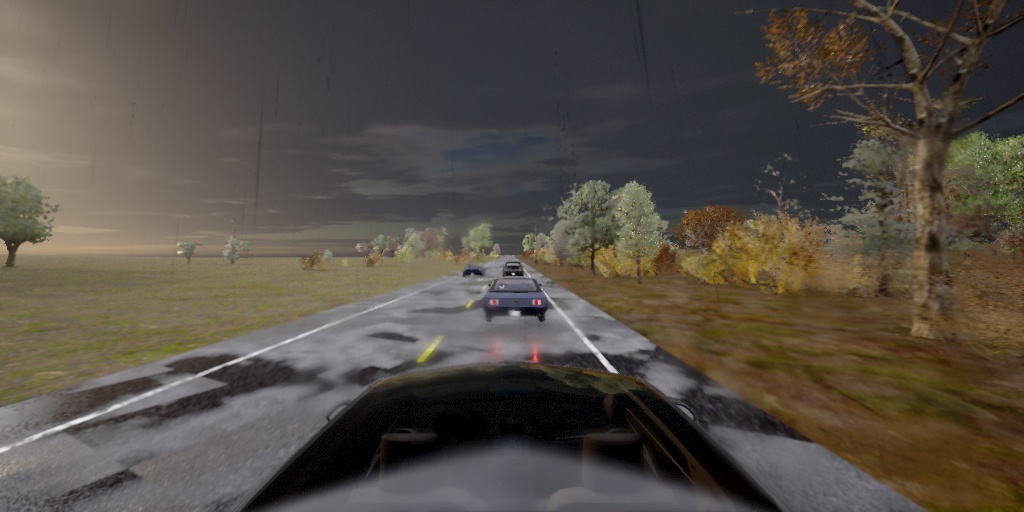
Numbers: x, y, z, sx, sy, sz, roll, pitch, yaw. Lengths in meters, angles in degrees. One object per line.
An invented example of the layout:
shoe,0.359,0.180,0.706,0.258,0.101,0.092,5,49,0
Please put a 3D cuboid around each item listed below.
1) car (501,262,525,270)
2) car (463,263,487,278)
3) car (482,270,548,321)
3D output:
car,0.104,1.245,32.306,1.837,1.490,4.892,0,0,0
car,-3.526,1.340,34.217,1.895,1.301,4.718,0,0,1
car,0.104,1.350,12.418,1.895,1.301,4.718,0,0,0
